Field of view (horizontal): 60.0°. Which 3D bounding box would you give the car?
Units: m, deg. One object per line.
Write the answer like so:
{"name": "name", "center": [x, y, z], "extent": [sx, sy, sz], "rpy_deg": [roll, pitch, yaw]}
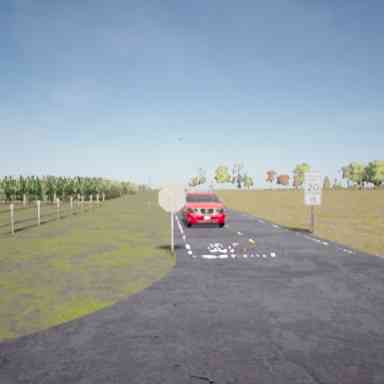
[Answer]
{"name": "car", "center": [0.589, 0.967, 20.341], "extent": [2.150, 2.045, 5.566], "rpy_deg": [0, 1, -5]}
